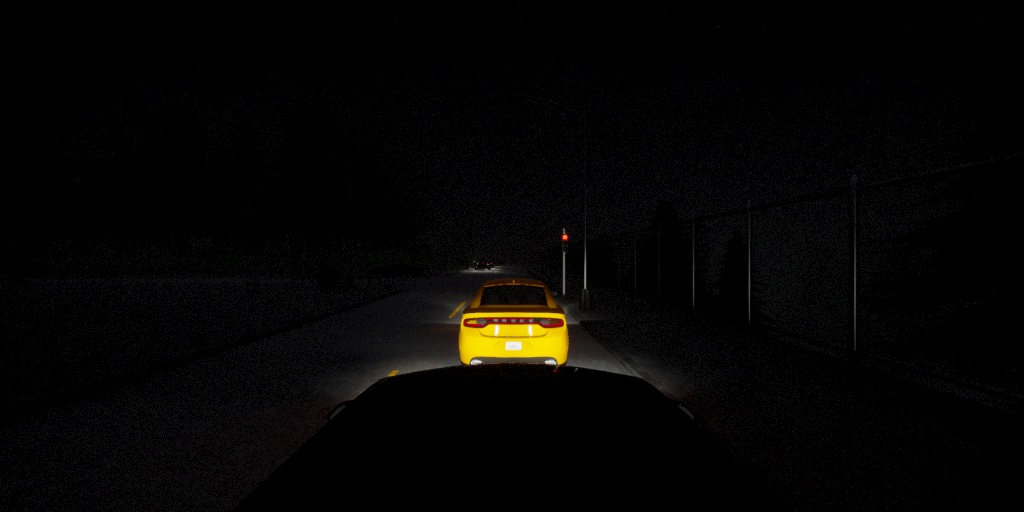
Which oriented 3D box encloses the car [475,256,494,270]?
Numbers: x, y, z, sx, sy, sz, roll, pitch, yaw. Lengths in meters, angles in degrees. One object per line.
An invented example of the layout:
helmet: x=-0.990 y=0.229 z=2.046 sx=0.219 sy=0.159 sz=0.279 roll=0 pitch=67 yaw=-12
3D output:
car: x=-4.122 y=1.102 z=51.948 sx=2.097 sy=1.767 sz=4.553 roll=0 pitch=0 yaw=0

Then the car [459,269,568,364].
car: x=0.043 y=1.228 z=7.979 sx=1.882 sy=1.535 sz=5.008 roll=0 pitch=0 yaw=0

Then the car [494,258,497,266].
car: x=-4.108 y=1.351 z=62.224 sx=1.895 sy=1.301 sz=4.718 roll=0 pitch=0 yaw=0
